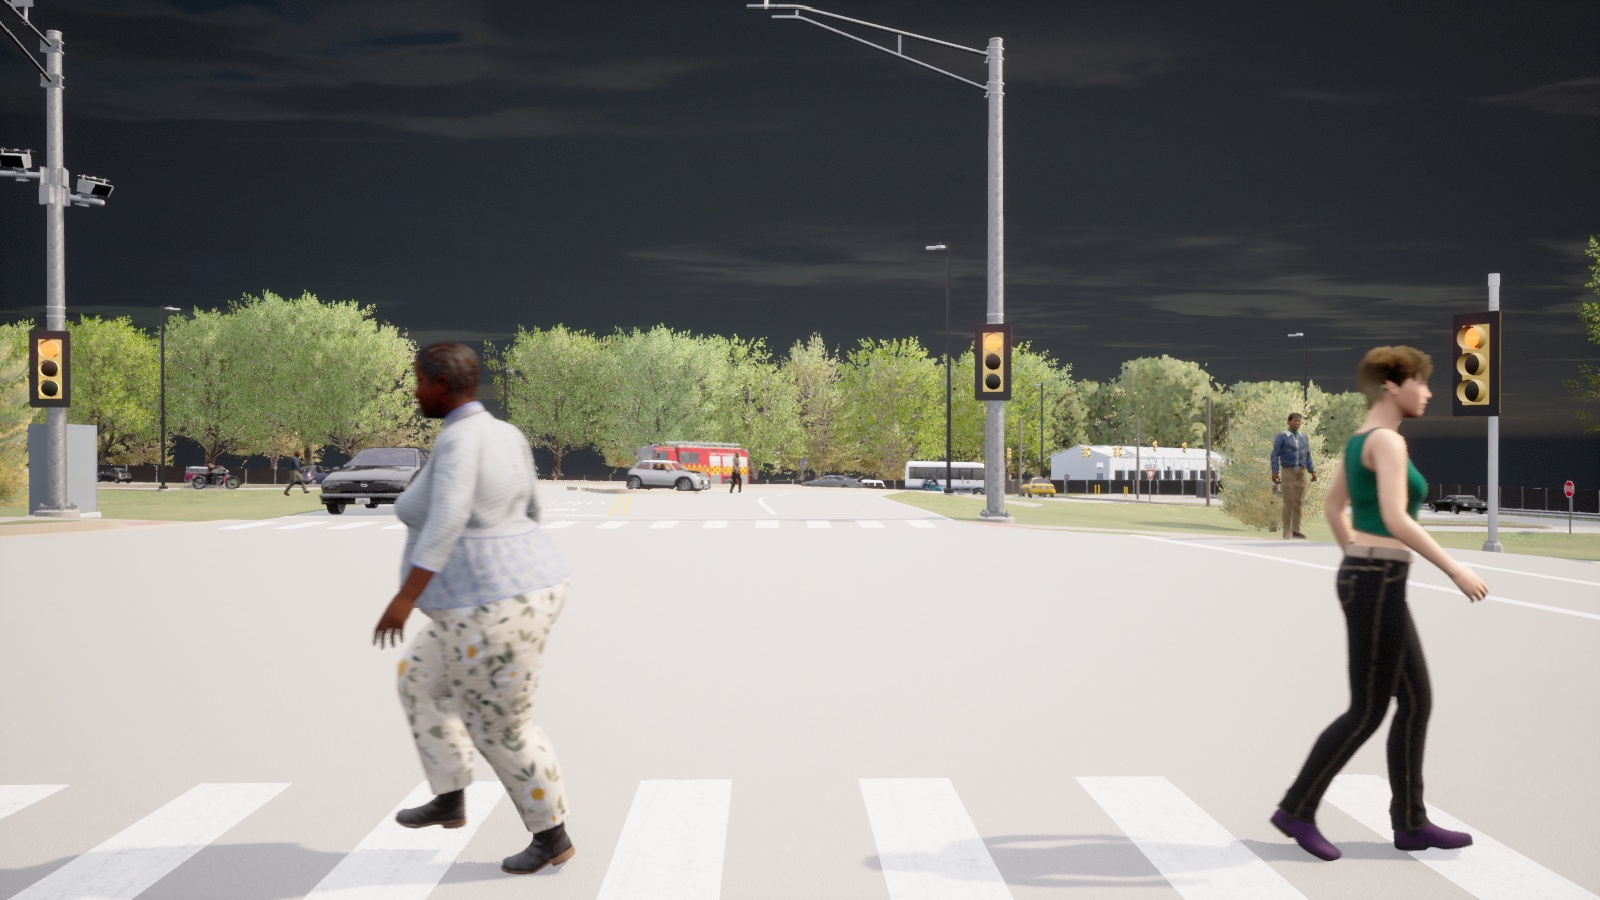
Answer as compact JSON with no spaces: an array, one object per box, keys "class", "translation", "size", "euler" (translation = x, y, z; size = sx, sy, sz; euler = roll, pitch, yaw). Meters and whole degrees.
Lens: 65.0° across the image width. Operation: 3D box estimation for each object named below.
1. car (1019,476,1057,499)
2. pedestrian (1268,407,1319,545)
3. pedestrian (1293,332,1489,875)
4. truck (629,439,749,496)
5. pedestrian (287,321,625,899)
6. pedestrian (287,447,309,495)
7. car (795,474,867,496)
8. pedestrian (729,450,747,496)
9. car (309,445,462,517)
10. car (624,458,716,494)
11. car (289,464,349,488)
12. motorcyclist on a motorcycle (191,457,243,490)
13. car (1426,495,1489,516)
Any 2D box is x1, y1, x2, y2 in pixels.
[{"class":"car","translation":[17.203,2.686,91.044],"size":[1.801,1.575,5.366],"euler":[1,-1,0]},{"class":"pedestrian","translation":[7.141,0.368,18.201],"size":[0.423,1.949,0.788],"euler":[0,1,0]},{"class":"pedestrian","translation":[2.098,0.518,4.500],"size":[0.594,1.836,0.345],"euler":[0,1,19]},{"class":"truck","translation":[-8.242,1.366,93.766],"size":[8.468,3.827,2.891],"euler":[2,-7,-33]},{"class":"pedestrian","translation":[-1.146,0.520,4.386],"size":[0.900,1.855,0.874],"euler":[0,1,4]},{"class":"pedestrian","translation":[-19.567,0.816,48.923],"size":[0.726,1.835,0.370],"euler":[0,1,-9]},{"class":"car","translation":[2.299,2.597,93.812],"size":[4.902,1.511,2.128],"euler":[0,-3,22]},{"class":"pedestrian","translation":[-2.490,0.908,50.377],"size":[0.634,1.846,0.331],"euler":[0,1,30]},{"class":"car","translation":[-8.879,0.613,27.407],"size":[2.033,1.411,5.357],"euler":[0,0,-6]},{"class":"car","translation":[-6.134,1.204,59.224],"size":[3.806,1.475,1.970],"euler":[2,1,16]},{"class":"car","translation":[-34.577,1.863,90.386],"size":[1.851,1.617,3.988],"euler":[0,-2,21]},{"class":"motorcyclist on a motorcycle","translation":[-30.174,1.224,65.012],"size":[2.350,1.649,0.766],"euler":[1,1,-7]},{"class":"car","translation":[44.891,3.803,85.865],"size":[1.895,1.301,4.718],"euler":[0,-1,0]}]
